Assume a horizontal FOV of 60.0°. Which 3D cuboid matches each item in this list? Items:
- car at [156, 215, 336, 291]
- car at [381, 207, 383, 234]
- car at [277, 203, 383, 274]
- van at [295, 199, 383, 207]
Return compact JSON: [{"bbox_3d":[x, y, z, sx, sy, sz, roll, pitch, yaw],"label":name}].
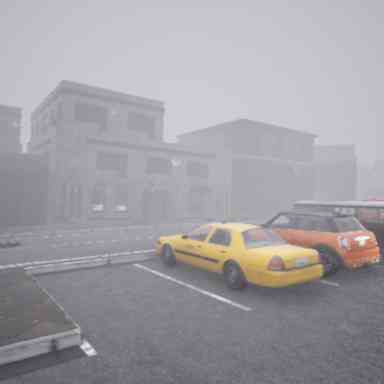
[{"bbox_3d":[0.891,1.495,9.248,1.946,1.575,5.366,0,0,-35],"label":"car"},{"bbox_3d":[13.250,1.688,17.857,2.097,1.535,5.008,1,-1,-36],"label":"car"},{"bbox_3d":[3.393,1.391,10.767,2.185,1.767,4.553,0,0,-36],"label":"car"},{"bbox_3d":[5.915,1.322,12.462,1.878,1.987,4.442,1,0,-36],"label":"van"}]
